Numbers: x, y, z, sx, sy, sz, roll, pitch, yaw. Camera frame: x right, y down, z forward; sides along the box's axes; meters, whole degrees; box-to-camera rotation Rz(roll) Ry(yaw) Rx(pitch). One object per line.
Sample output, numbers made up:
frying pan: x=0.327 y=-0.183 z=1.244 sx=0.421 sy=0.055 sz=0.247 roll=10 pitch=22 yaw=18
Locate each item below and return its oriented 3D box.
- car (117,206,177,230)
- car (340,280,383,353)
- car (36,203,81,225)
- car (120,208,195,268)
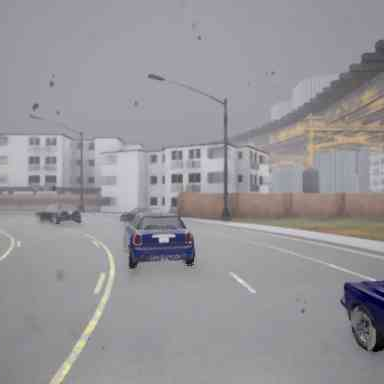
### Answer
car: x=-3.458 y=1.851 z=24.582 sx=2.033 sy=1.411 sz=5.357 roll=1 pitch=-1 yaw=-37
car: x=3.457 y=1.643 z=3.362 sx=1.895 sy=1.301 sz=4.718 roll=0 pitch=-1 yaw=-3
car: x=-11.116 y=1.693 z=27.579 sx=4.553 sy=1.767 sz=2.097 roll=-1 pitch=-1 yaw=43
car: x=-1.381 y=1.504 z=12.184 sx=2.097 sy=1.767 sz=4.553 roll=0 pitch=-1 yaw=-14
